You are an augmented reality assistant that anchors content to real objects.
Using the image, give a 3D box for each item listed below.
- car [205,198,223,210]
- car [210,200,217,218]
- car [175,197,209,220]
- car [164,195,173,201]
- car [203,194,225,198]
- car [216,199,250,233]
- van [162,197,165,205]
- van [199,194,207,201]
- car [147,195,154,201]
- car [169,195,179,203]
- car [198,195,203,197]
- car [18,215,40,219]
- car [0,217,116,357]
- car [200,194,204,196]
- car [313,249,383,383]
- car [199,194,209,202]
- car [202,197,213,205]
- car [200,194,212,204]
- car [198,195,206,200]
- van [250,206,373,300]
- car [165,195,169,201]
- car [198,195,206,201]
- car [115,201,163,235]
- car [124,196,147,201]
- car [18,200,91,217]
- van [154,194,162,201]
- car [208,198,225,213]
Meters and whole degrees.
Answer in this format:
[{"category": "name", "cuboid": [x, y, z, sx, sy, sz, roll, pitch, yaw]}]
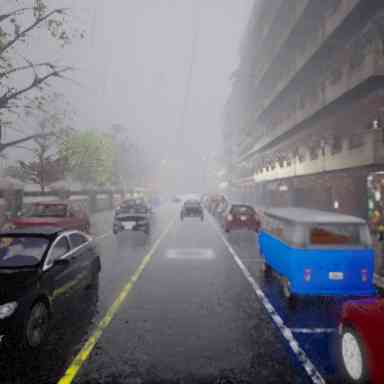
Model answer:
[{"category": "car", "cuboid": [2.697, 1.491, 41.859, 2.008, 1.369, 4.403, 0, 0, 0]}, {"category": "car", "cuboid": [2.695, 1.510, 24.969, 2.008, 1.369, 4.403, 0, 0, 0]}, {"category": "car", "cuboid": [0.018, 1.449, 27.173, 2.128, 1.511, 4.902, 0, 0, 0]}, {"category": "car", "cuboid": [-5.679, 1.459, 81.101, 1.752, 1.417, 4.829, 0, 0, 0]}, {"category": "car", "cuboid": [2.697, 1.261, 36.228, 2.192, 1.841, 5.009, 0, 0, 0]}, {"category": "car", "cuboid": [2.695, 1.407, 19.338, 1.967, 1.590, 4.097, 0, 0, 0]}, {"category": "van", "cuboid": [-5.682, 1.274, 53.119, 1.690, 1.788, 3.998, 0, 0, 0]}, {"category": "van", "cuboid": [2.701, 1.275, 81.270, 1.690, 1.788, 3.998, 0, 0, 0]}, {"category": "car", "cuboid": [-5.683, 1.386, 36.229, 1.967, 1.590, 4.097, 0, 0, 0]}, {"category": "car", "cuboid": [-3.003, 1.527, 64.730, 1.895, 1.301, 4.718, 0, 0, 0]}, {"category": "car", "cuboid": [0.057, 1.488, 41.364, 2.033, 1.411, 5.357, 0, 0, 0]}, {"category": "car", "cuboid": [-5.686, 1.510, 7.910, 1.752, 1.417, 4.829, 0, 0, 0]}, {"category": "car", "cuboid": [-3.098, 1.480, 6.226, 2.128, 1.511, 4.902, 0, 0, 0]}, {"category": "car", "cuboid": [2.698, 1.373, 53.118, 1.967, 1.590, 4.097, 0, 0, 0]}, {"category": "car", "cuboid": [2.693, 1.540, 2.447, 1.887, 1.381, 4.507, 0, 0, 0]}, {"category": "car", "cuboid": [2.700, 1.373, 75.639, 1.967, 1.590, 4.097, 0, 0, 0]}, {"category": "car", "cuboid": [2.698, 1.513, 58.750, 1.802, 1.307, 4.206, 0, 0, 0]}, {"category": "car", "cuboid": [2.699, 1.246, 64.379, 2.192, 1.841, 5.009, 0, 0, 0]}, {"category": "car", "cuboid": [2.702, 1.487, 92.531, 2.008, 1.369, 4.403, 0, 0, 0]}, {"category": "van", "cuboid": [2.694, 1.326, 8.078, 1.690, 1.788, 3.998, 0, 0, 0]}, {"category": "car", "cuboid": [-5.682, 1.482, 58.750, 2.008, 1.369, 4.403, 0, 0, 0]}, {"category": "car", "cuboid": [2.701, 1.501, 86.901, 1.947, 1.339, 4.313, 0, 0, 0]}, {"category": "car", "cuboid": [-3.084, 1.460, 18.618, 2.128, 1.511, 4.902, 0, 0, 0]}, {"category": "car", "cuboid": [-5.684, 1.392, 30.600, 1.967, 1.590, 4.097, 0, 0, 0]}, {"category": "car", "cuboid": [-5.686, 1.290, 13.709, 2.192, 1.841, 5.009, 0, 0, 0]}, {"category": "van", "cuboid": [-5.683, 1.277, 47.490, 1.690, 1.788, 3.998, 0, 0, 0]}, {"category": "car", "cuboid": [2.696, 1.497, 30.598, 1.887, 1.381, 4.507, 0, 0, 0]}]
